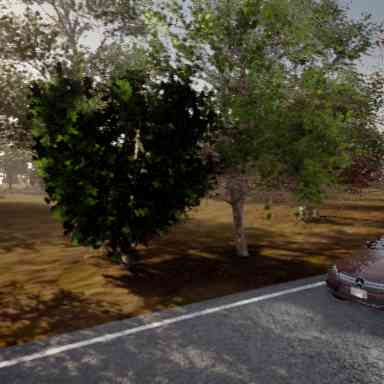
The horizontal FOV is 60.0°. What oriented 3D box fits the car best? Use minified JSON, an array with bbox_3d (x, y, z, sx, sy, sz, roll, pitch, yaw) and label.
[{"bbox_3d":[4.883,1.490,7.014,4.674,1.442,1.812,0,0,-32],"label":"car"}]
